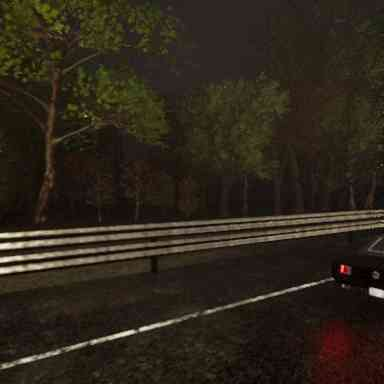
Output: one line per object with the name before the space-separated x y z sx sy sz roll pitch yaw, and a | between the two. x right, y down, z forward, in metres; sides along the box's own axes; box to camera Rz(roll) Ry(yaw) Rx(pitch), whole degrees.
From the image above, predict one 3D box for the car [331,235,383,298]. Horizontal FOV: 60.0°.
car | 5.283 1.594 7.485 4.718 1.301 1.895 0 0 -35
